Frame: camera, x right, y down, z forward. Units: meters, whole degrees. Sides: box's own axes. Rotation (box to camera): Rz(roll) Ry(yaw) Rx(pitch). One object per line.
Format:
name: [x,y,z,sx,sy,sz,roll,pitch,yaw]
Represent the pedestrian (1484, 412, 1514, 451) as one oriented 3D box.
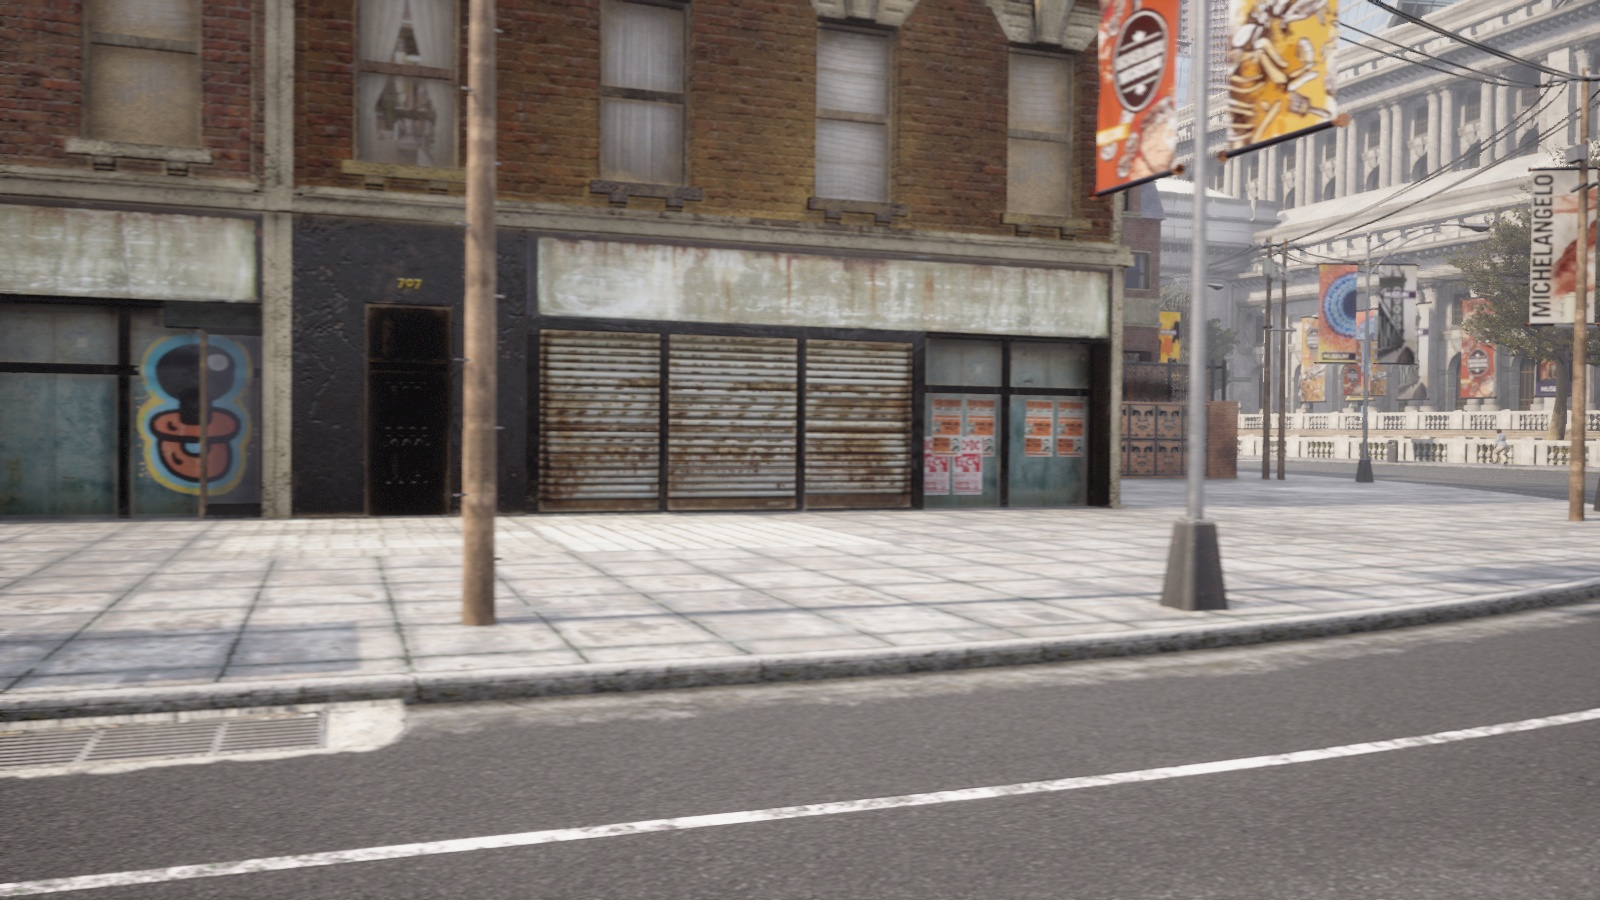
pedestrian: [33.620,-0.888,60.421,0.874,1.855,0.900,-1,1,-17]
